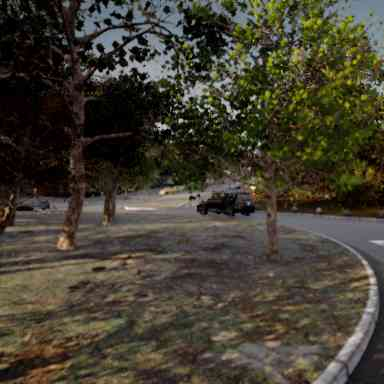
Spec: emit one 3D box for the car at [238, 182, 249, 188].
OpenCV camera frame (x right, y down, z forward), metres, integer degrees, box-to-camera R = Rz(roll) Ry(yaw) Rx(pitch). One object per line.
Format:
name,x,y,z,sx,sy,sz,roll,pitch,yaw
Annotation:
car,13.039,-1.773,84.494,1.994,1.385,4.181,0,4,20

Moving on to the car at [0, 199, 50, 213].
car,-17.121,1.425,33.793,4.902,1.511,2.128,-1,0,-18

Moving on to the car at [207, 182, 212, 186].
car,4.258,-2.103,94.774,2.163,1.488,4.792,0,4,20

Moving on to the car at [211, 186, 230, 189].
car,5.089,-0.011,61.609,1.837,1.490,4.892,0,4,18

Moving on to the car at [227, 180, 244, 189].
car,9.611,-1.128,75.021,2.097,1.767,4.553,0,4,20

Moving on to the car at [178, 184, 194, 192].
car,-1.392,-0.997,78.932,1.946,1.575,5.366,0,4,20

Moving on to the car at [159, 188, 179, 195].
car,-5.105,-0.248,68.554,1.946,1.575,5.366,0,4,20

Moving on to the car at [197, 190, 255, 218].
car,2.796,1.045,28.453,2.150,2.045,5.566,0,1,-39

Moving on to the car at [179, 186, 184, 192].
car,-3.244,-0.624,73.740,1.946,1.575,5.366,0,4,20

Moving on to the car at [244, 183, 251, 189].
car,12.976,-1.033,74.766,1.812,1.442,4.674,0,4,20
